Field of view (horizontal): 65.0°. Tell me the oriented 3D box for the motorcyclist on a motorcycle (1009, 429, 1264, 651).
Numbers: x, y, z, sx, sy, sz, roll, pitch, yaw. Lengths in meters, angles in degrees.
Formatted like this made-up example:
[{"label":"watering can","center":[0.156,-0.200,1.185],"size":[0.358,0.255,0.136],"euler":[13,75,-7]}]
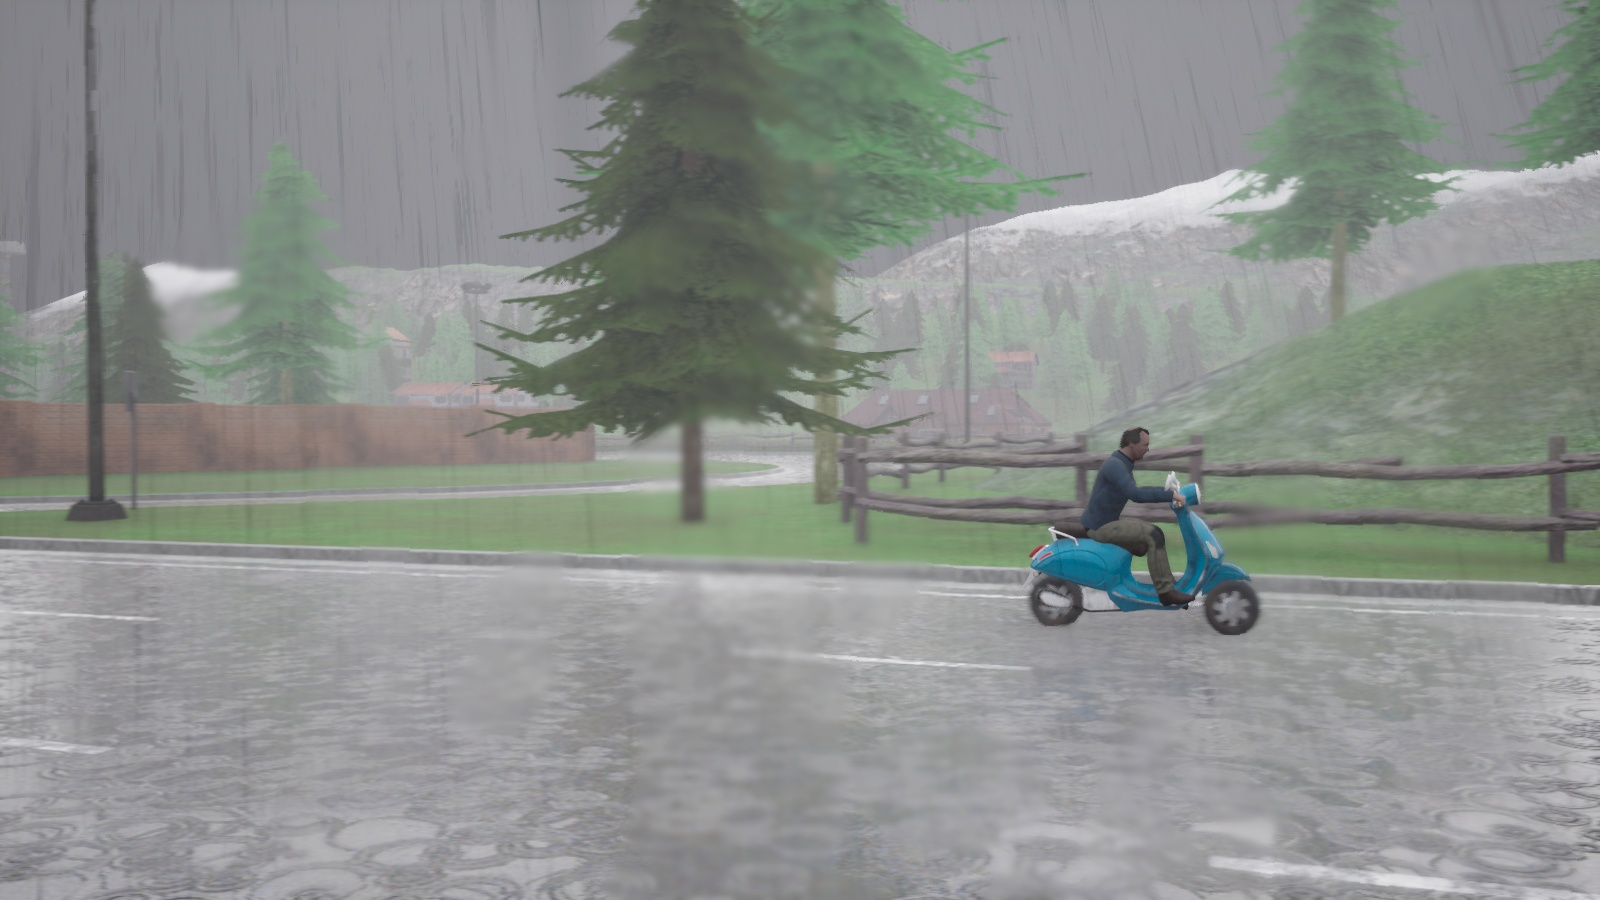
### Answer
[{"label":"motorcyclist on a motorcycle","center":[2.599,0.635,9.703],"size":[1.817,1.590,0.866],"euler":[1,1,19]}]
